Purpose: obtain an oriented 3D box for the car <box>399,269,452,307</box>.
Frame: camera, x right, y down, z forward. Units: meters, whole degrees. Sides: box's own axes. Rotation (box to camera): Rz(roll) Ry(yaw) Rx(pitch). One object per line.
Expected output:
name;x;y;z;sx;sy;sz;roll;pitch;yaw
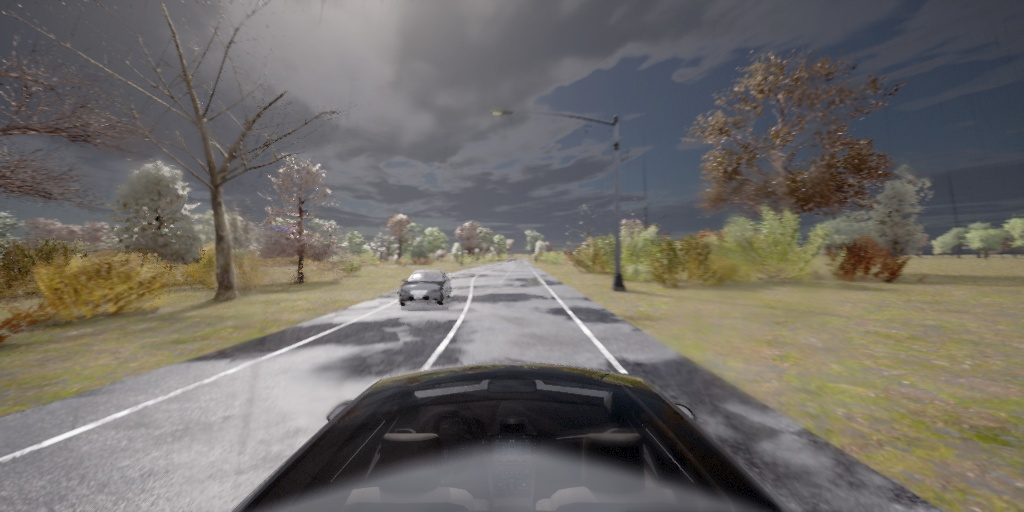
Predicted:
car;-3.904;1.384;16.720;2.128;1.511;4.902;-1;0;-4
